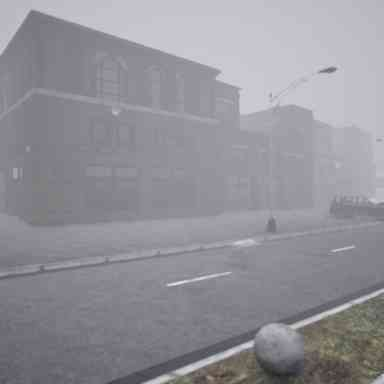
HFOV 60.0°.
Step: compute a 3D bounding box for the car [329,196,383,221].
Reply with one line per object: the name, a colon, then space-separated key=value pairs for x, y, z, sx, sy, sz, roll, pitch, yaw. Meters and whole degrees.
car: x=14.858 y=1.377 z=28.920 sx=2.435 sy=2.045 sz=5.566 roll=1 pitch=-1 yaw=-42
